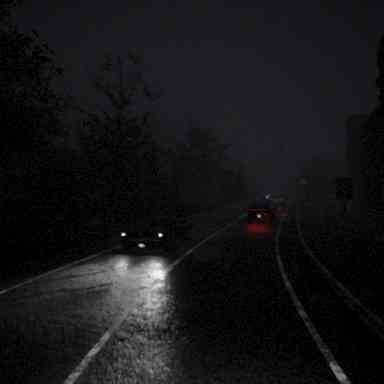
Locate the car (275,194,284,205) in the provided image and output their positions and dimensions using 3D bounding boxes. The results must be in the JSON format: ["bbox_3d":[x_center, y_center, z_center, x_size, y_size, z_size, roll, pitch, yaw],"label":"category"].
[{"bbox_3d":[10.499,0.954,41.559,1.895,1.301,4.718,-2,1,17],"label":"car"}]

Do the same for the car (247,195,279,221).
[{"bbox_3d":[5.325,1.309,25.190,1.837,1.490,4.892,-1,2,17],"label":"car"}]

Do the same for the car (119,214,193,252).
[{"bbox_3d":[-1.369,1.658,14.332,1.895,1.301,4.718,-1,0,13],"label":"car"}]
